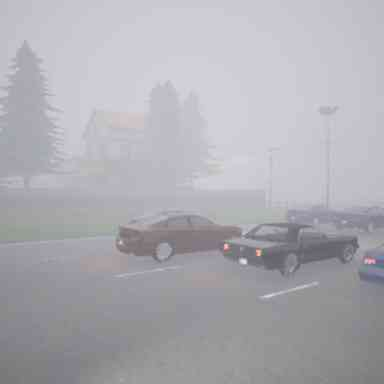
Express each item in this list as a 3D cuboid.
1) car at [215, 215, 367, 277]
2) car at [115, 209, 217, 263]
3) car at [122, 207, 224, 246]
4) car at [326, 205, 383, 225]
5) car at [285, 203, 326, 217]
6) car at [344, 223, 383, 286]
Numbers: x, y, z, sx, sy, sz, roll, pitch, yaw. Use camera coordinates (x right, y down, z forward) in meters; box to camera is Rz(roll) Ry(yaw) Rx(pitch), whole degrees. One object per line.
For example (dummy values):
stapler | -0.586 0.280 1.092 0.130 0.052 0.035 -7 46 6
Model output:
car | 3.207 1.618 10.373 4.718 1.301 1.895 0 0 -36
car | -0.283 1.492 12.192 5.008 1.535 1.882 0 0 -35
car | -0.823 1.544 16.100 4.674 1.442 1.812 0 0 -36
car | 10.464 1.519 19.892 5.008 1.535 1.882 0 0 -36
car | 8.514 1.519 22.799 5.008 1.535 1.882 0 0 -36
car | 6.224 1.568 8.217 5.357 1.411 2.033 0 0 -36
